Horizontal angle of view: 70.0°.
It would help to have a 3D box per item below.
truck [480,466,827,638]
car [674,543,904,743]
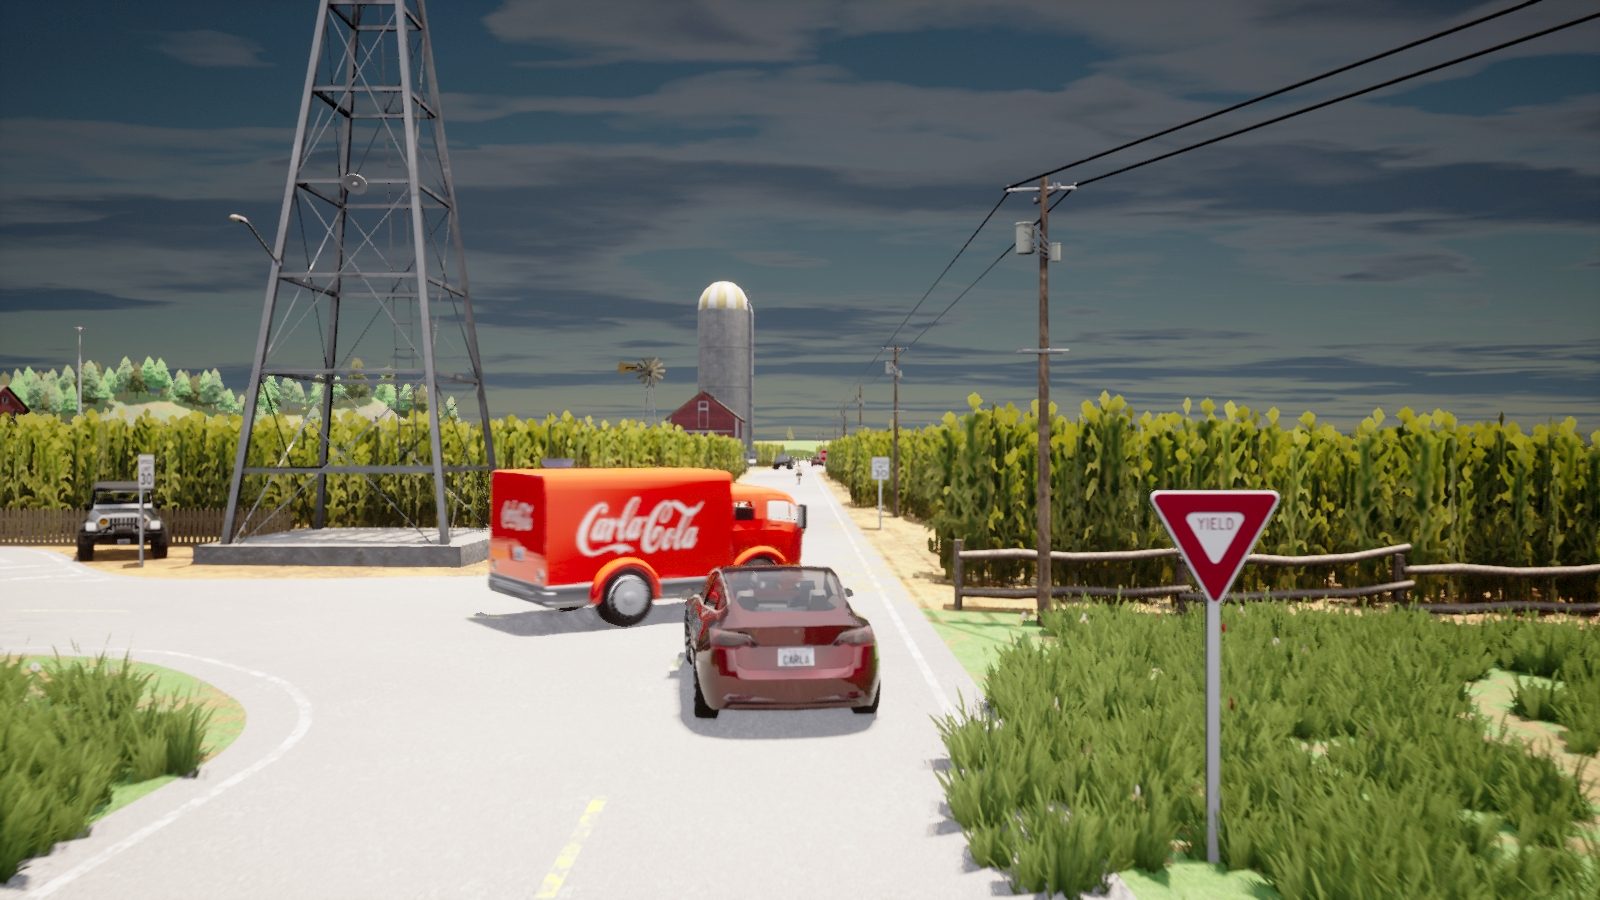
[{"bbox_3d":[-2.419,1.551,19.446,5.204,2.467,2.627,1,0,-36],"label":"truck"},{"bbox_3d":[-0.354,2.055,13.439,2.163,1.488,4.792,0,0,-7],"label":"car"}]
